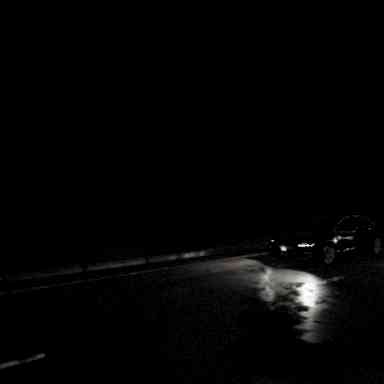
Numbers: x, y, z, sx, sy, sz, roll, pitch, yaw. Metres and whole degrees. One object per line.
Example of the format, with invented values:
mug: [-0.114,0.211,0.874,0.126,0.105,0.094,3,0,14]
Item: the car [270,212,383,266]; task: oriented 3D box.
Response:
car: [4.802,1.490,11.530,4.892,1.490,1.837,0,0,-34]
